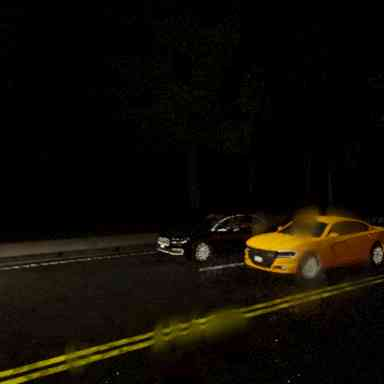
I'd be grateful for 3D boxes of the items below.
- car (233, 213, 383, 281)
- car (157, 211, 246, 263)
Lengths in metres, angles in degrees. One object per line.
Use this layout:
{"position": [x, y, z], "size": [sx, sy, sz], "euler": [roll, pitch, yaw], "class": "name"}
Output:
{"position": [3.842, 1.469, 9.964], "size": [5.008, 1.535, 1.882], "euler": [0, 0, -32], "class": "car"}
{"position": [1.098, 1.496, 12.072], "size": [4.892, 1.490, 1.837], "euler": [0, 0, -32], "class": "car"}
